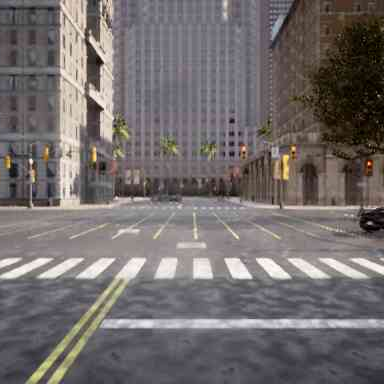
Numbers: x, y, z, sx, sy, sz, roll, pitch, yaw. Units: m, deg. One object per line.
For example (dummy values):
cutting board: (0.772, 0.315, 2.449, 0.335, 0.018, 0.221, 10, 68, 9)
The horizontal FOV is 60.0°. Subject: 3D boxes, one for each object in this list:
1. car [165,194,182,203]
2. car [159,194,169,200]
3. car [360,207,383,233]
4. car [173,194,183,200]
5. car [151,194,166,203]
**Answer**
car: (-3.589, 1.363, 66.521, 2.033, 1.411, 5.357, 0, 0, 1)
car: (-6.937, 1.261, 82.872, 1.837, 1.490, 4.892, 0, 0, 0)
car: (11.339, 1.438, 17.716, 5.008, 1.535, 1.882, 0, -2, -20)
car: (-3.436, 1.285, 82.874, 2.128, 1.511, 4.902, 0, 0, 0)
car: (-7.094, 1.311, 66.542, 2.128, 1.511, 4.902, 0, 0, 1)
